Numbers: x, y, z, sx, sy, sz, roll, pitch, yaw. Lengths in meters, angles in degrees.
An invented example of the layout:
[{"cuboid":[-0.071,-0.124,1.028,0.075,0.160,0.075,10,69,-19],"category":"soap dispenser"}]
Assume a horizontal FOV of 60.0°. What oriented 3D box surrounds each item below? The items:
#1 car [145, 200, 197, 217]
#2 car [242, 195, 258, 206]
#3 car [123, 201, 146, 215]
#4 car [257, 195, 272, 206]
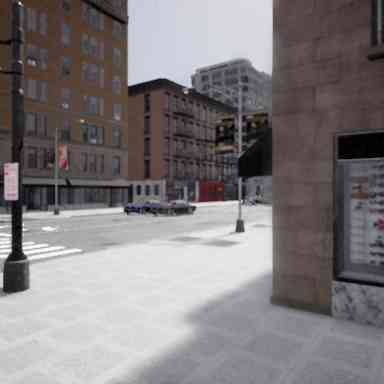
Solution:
[{"cuboid":[-1.633,1.451,29.638,1.895,1.301,4.718,0,0,35],"category":"car"},{"cuboid":[9.260,1.238,50.644,2.128,1.511,4.902,0,0,36],"category":"car"},{"cuboid":[-4.286,1.448,31.515,1.895,1.301,4.718,0,0,35],"category":"car"},{"cuboid":[11.712,1.274,48.488,1.812,1.442,4.674,0,0,36],"category":"car"}]
